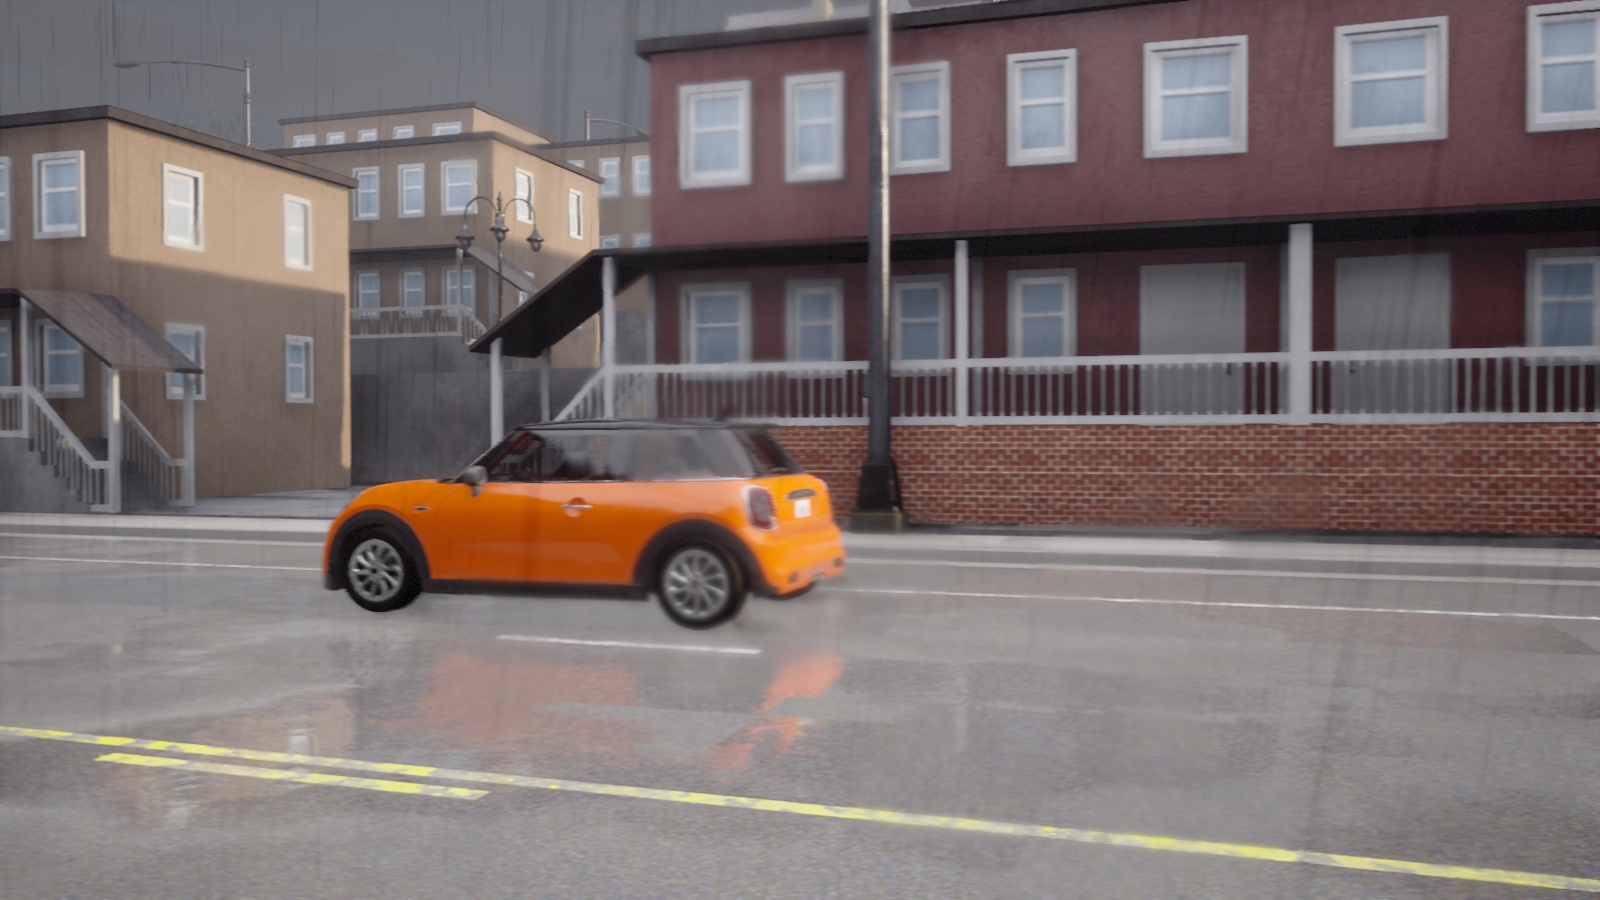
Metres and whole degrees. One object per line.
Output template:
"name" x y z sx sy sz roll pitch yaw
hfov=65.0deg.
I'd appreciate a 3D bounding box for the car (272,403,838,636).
"car" -2.155 0.496 11.291 4.553 1.767 2.097 1 1 20
